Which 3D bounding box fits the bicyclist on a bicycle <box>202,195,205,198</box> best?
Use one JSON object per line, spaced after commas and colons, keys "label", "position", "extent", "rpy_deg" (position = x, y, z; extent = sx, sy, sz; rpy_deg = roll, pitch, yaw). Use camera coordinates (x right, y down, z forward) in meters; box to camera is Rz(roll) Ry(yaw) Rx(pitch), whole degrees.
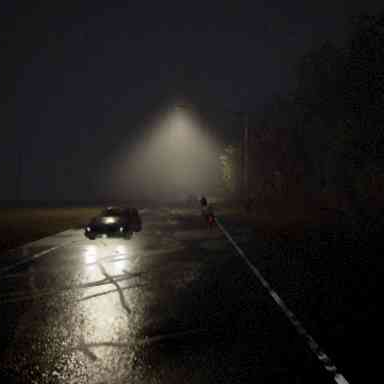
{"label": "bicyclist on a bicycle", "position": [0.957, 1.148, 27.956], "extent": [0.659, 1.776, 1.843], "rpy_deg": [0, 1, 0]}

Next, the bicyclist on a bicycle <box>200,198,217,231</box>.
{"label": "bicyclist on a bicycle", "position": [0.991, 1.289, 18.448], "extent": [0.866, 1.612, 1.509], "rpy_deg": [0, 0, 0]}

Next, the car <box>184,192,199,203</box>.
{"label": "car", "position": [0.086, 1.124, 55.382], "extent": [1.994, 1.385, 4.181], "rpy_deg": [0, 1, 0]}

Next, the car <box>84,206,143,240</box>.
{"label": "car", "position": [-3.603, 1.417, 16.340], "extent": [2.033, 1.411, 5.357], "rpy_deg": [0, 0, 0]}

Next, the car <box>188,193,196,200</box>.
{"label": "car", "position": [-0.015, 0.940, 73.730], "extent": [1.812, 1.442, 4.674], "rpy_deg": [0, 0, 0]}
